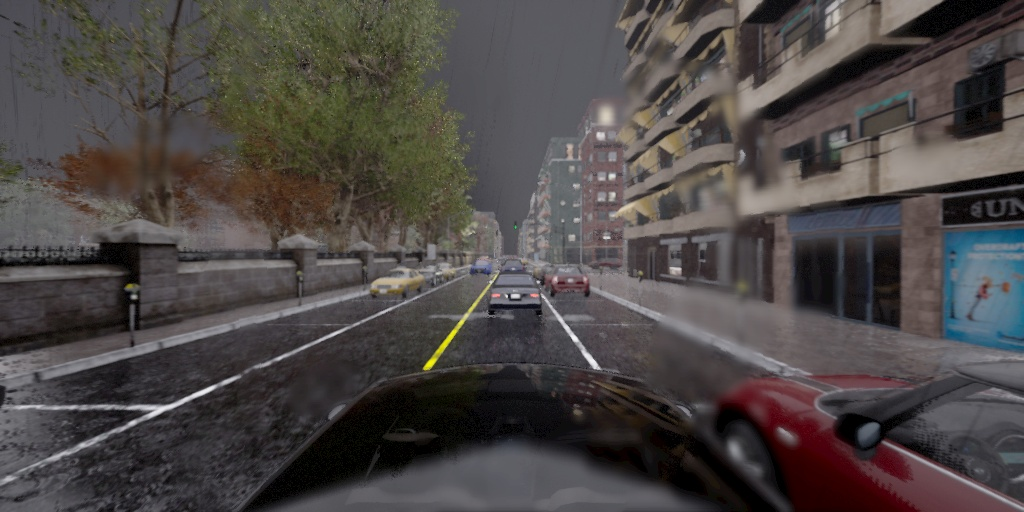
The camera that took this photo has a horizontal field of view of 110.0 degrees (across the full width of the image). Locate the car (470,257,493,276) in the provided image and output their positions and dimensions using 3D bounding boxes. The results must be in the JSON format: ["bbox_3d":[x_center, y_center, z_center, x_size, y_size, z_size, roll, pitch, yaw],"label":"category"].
[{"bbox_3d":[-3.038,1.144,35.982,1.882,1.535,5.008,0,0,1],"label":"car"}]

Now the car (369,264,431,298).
[{"bbox_3d":[-5.685,1.231,18.240,1.751,1.417,4.829,0,0,0],"label":"car"}]

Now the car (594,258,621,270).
[{"bbox_3d":[14.610,1.213,56.648,5.009,1.841,2.192,0,0,0],"label":"car"}]

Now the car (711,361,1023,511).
[{"bbox_3d":[2.692,1.190,1.519,1.967,1.591,4.097,0,0,0],"label":"car"}]

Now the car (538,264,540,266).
[{"bbox_3d":[2.697,1.257,24.039,1.948,1.339,4.313,0,0,0],"label":"car"}]

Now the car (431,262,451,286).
[{"bbox_3d":[-5.684,1.242,24.040,2.007,1.370,4.403,0,0,0],"label":"car"}]

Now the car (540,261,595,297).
[{"bbox_3d":[2.695,1.145,18.409,1.967,1.591,4.097,0,0,0],"label":"car"}]

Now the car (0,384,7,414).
[{"bbox_3d":[-5.688,1.301,1.520,2.007,1.370,4.403,0,0,0],"label":"car"}]

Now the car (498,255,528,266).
[{"bbox_3d":[0.106,1.030,30.453,2.097,1.767,4.553,0,0,0],"label":"car"}]

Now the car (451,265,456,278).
[{"bbox_3d":[-5.683,1.205,29.501,1.751,1.417,4.829,0,0,0],"label":"car"}]

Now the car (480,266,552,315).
[{"bbox_3d":[0.104,1.265,13.448,2.033,1.411,5.357,0,0,0],"label":"car"}]
